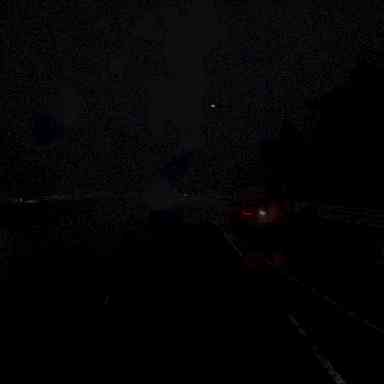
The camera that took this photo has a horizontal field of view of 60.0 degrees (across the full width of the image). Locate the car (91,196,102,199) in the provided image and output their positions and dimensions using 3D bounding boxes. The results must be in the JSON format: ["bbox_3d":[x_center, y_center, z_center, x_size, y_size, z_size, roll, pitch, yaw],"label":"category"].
[{"bbox_3d":[-17.509,1.512,61.160,2.033,1.411,5.357,0,0,1],"label":"car"}]

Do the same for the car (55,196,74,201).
[{"bbox_3d":[-17.575,1.570,45.460,1.895,1.301,4.718,0,0,0],"label":"car"}]

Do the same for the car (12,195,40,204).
[{"bbox_3d":[-24.545,1.568,49.316,1.895,1.301,4.718,0,0,0],"label":"car"}]

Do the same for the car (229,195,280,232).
[{"bbox_3d":[3.617,1.215,19.972,2.150,2.045,5.566,0,0,-2],"label":"car"}]

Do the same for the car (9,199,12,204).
[{"bbox_3d":[-17.590,1.545,28.222,1.994,1.385,4.181,0,0,0],"label":"car"}]

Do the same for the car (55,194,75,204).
[{"bbox_3d":[-24.491,1.318,64.494,2.097,1.767,4.553,0,0,0],"label":"car"}]
